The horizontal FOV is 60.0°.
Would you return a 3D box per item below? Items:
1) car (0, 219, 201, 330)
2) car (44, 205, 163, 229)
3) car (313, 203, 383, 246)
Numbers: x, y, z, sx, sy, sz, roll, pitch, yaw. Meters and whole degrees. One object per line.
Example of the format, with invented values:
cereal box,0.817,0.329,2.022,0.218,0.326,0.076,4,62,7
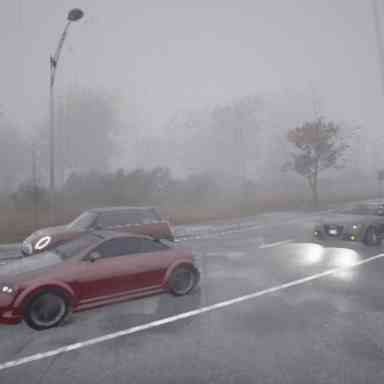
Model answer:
car,-1.876,1.529,6.888,4.181,1.385,1.994,-1,1,-35
car,-2.842,1.287,10.484,4.553,1.767,2.097,-2,1,-35
car,6.633,1.125,12.941,4.181,1.385,1.994,-4,2,-35
